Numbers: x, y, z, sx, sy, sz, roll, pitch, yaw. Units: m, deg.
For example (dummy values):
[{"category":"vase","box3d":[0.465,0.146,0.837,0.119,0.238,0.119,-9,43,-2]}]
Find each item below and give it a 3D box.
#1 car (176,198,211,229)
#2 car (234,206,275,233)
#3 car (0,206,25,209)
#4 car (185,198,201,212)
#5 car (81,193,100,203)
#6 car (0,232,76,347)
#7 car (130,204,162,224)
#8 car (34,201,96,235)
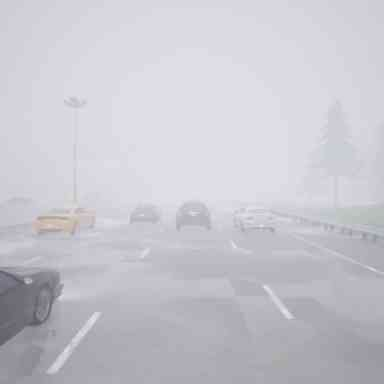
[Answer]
[{"category":"car","box3d":[0.089,1.354,21.629,2.097,1.767,4.553,0,0,0]},{"category":"car","box3d":[3.606,1.527,19.571,1.812,1.442,4.674,0,0,0]},{"category":"car","box3d":[-17.581,1.357,33.395,2.097,1.767,4.553,0,0,0]},{"category":"car","box3d":[0.096,1.509,40.604,1.837,1.490,4.892,0,0,0]},{"category":"car","box3d":[-20.977,1.232,69.001,2.150,2.045,5.566,0,0,0]},{"category":"car","box3d":[-3.399,1.548,3.993,2.033,1.411,5.357,0,0,0]},{"category":"car","box3d":[-3.391,1.567,24.938,1.994,1.385,4.181,0,0,0]},{"category":"car","box3d":[-6.894,1.480,18.664,1.882,1.535,5.008,0,0,0]}]
